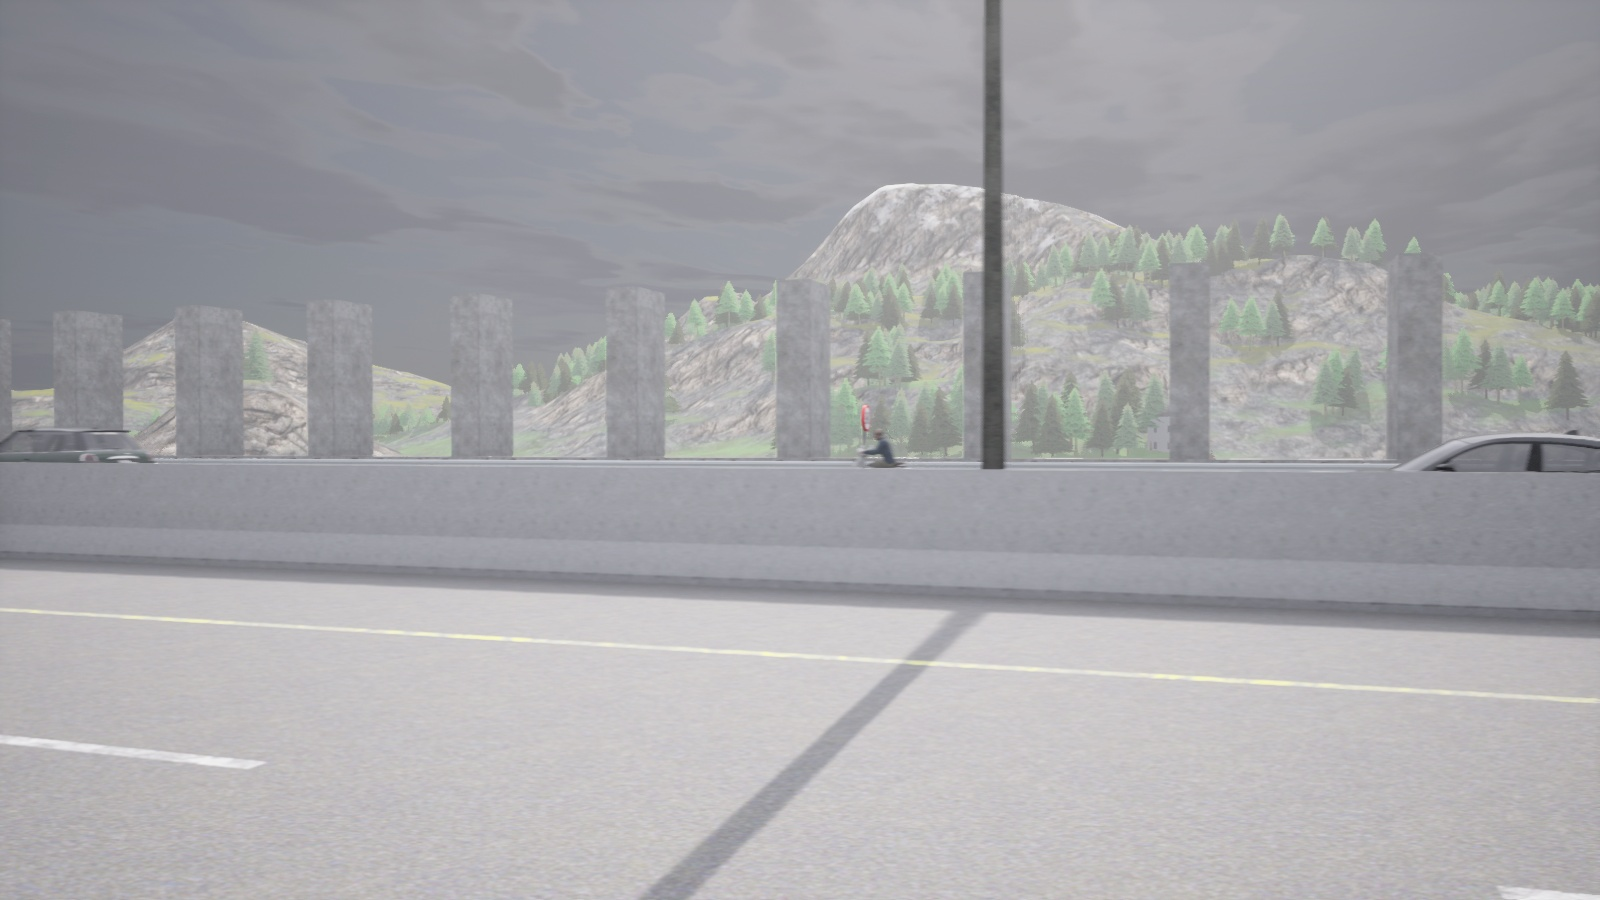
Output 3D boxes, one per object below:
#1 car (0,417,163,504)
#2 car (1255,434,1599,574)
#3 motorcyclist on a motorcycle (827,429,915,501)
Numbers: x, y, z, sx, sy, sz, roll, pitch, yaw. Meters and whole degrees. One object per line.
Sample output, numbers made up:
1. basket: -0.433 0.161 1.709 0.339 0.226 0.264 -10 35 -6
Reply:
1. car: -16.514 0.186 27.350 4.553 1.767 2.097 1 1 19
2. car: 8.217 0.593 15.208 5.008 1.535 1.882 1 1 18
3. motorcyclist on a motorcycle: 1.619 0.331 28.523 1.817 1.590 0.866 1 1 19
